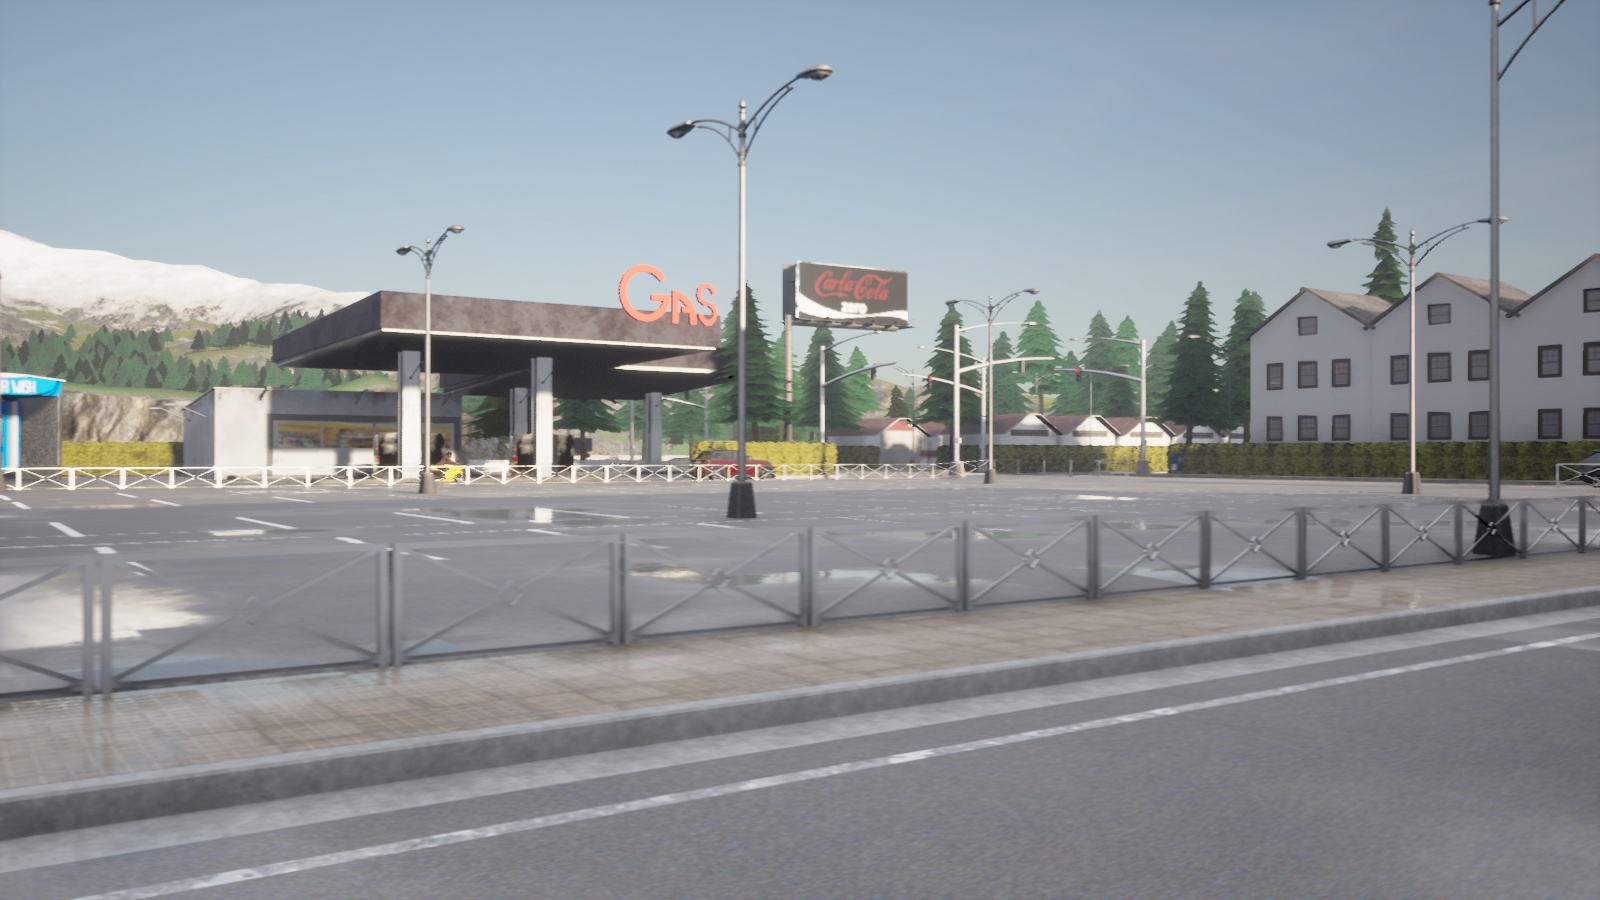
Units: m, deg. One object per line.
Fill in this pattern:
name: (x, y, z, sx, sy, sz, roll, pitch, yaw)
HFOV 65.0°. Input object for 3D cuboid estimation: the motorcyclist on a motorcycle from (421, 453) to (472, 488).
motorcyclist on a motorcycle: (-15.990, 0.915, 56.822, 2.044, 1.523, 0.797, 0, 0, -35)

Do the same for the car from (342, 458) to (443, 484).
car: (-21.345, 1.067, 65.866, 1.895, 1.301, 4.718, 0, 0, 41)

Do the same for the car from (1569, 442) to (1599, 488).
car: (30.776, 0.544, 45.205, 2.033, 1.649, 4.856, 0, 0, -35)

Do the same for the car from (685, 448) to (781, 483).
car: (-3.457, 0.786, 65.440, 4.553, 1.767, 2.097, 0, 0, -35)
